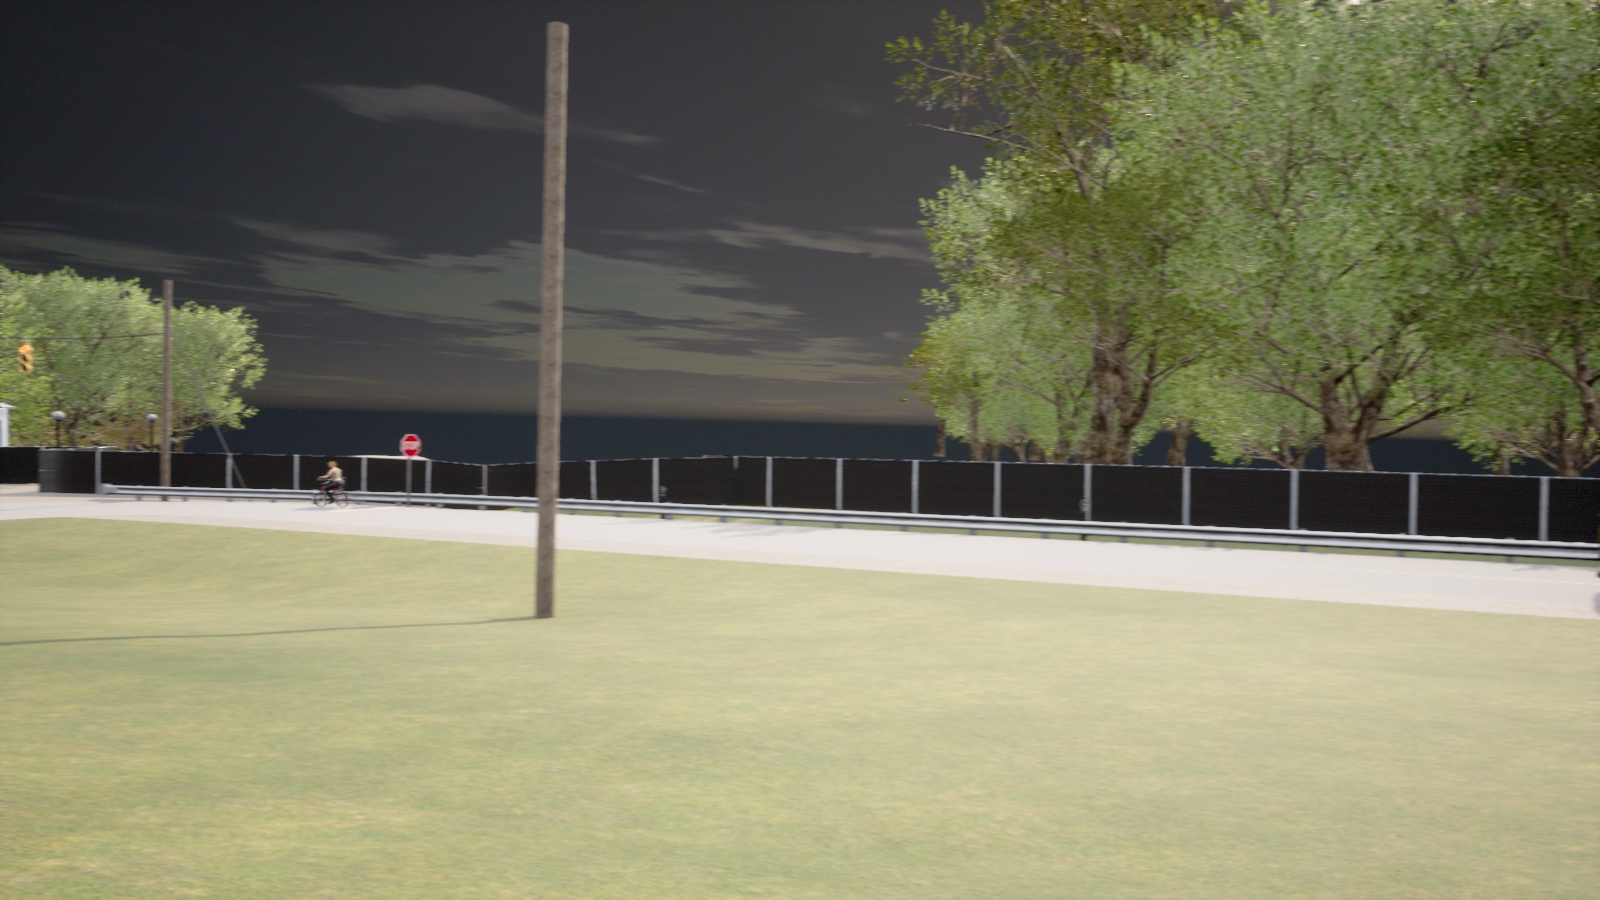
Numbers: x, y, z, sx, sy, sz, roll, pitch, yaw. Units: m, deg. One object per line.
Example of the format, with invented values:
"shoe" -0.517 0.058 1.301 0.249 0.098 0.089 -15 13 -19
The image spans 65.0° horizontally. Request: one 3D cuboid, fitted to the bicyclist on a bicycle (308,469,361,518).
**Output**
"bicyclist on a bicycle" -15.919 1.481 42.958 1.509 1.612 0.866 0 1 24
